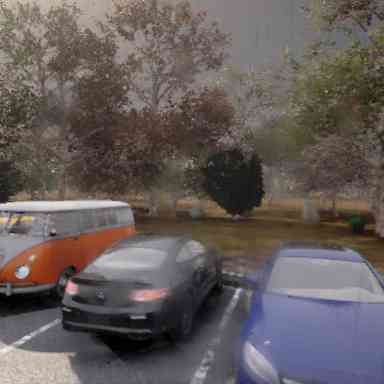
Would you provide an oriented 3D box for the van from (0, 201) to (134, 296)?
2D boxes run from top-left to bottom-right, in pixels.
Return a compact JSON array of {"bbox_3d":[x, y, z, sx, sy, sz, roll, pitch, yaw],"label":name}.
[{"bbox_3d":[-3.058,1.209,8.095,1.878,1.987,4.442,1,0,15],"label":"van"}]

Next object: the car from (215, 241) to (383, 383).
[{"bbox_3d":[1.799,1.518,4.782,2.002,1.452,4.674,1,0,16],"label":"car"}]

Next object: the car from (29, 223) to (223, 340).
[{"bbox_3d":[-0.603,1.497,6.502,2.002,1.452,4.674,0,0,15],"label":"car"}]
